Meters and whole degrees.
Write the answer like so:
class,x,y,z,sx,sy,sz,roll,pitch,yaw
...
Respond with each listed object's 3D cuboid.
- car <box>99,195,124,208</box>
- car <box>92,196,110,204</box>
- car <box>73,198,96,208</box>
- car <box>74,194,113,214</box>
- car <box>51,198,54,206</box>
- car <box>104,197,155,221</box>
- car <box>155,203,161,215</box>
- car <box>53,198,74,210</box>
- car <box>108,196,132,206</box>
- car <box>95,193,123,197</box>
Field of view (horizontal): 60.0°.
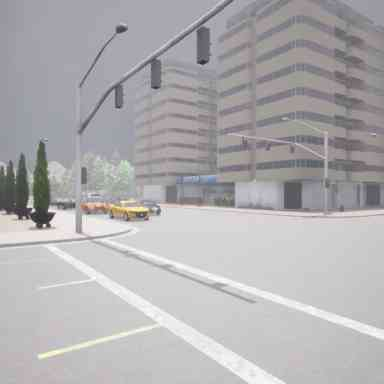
class,x,y,z,sx,sy,sz,roll,pitch,yaw
car,-12.138,1.352,49.912,2.097,1.767,4.553,0,0,-35
car,-17.495,1.504,63.759,1.837,1.490,4.892,0,0,-33
car,-15.811,1.601,48.737,1.895,1.301,4.718,0,0,-35
car,-10.432,1.352,34.834,2.097,1.767,4.553,0,0,-35
car,-21.722,1.564,51.157,1.994,1.385,4.181,0,0,-34
car,-5.250,1.477,27.369,1.882,1.535,5.008,0,0,-35
car,-4.815,1.491,32.880,2.128,1.511,4.902,0,0,-35
car,-16.040,1.601,42.917,1.895,1.301,4.718,0,0,-35
car,-12.188,1.491,56.120,2.128,1.511,4.902,0,0,-35
car,-9.981,1.352,40.324,2.097,1.767,4.553,0,0,-35
